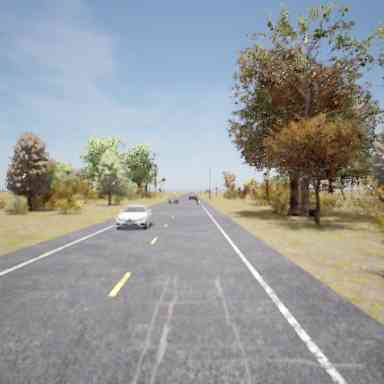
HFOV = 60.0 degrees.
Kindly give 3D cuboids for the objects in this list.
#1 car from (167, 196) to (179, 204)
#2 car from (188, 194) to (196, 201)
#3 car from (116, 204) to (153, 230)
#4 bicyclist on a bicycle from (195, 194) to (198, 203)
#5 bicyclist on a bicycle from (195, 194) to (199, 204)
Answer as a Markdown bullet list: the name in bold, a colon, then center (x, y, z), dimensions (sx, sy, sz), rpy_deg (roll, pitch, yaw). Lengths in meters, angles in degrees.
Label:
- **car**: center (-3.534, 1.510, 62.640), dimensions (2.128, 1.511, 4.902), rpy_deg (0, 0, 1)
- **car**: center (-0.006, 1.421, 85.221), dimensions (1.837, 1.490, 4.892), rpy_deg (0, 0, 0)
- **car**: center (-3.600, 1.537, 21.465), dimensions (1.812, 1.442, 4.674), rpy_deg (0, 0, 0)
- **bicyclist on a bicycle**: center (0.957, 1.387, 68.936), dimensions (0.659, 1.776, 1.843), rpy_deg (0, 0, 0)
- **bicyclist on a bicycle**: center (0.959, 1.470, 59.622), dimensions (0.582, 1.620, 1.656), rpy_deg (0, 0, 0)
